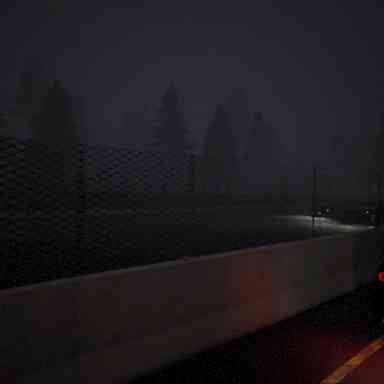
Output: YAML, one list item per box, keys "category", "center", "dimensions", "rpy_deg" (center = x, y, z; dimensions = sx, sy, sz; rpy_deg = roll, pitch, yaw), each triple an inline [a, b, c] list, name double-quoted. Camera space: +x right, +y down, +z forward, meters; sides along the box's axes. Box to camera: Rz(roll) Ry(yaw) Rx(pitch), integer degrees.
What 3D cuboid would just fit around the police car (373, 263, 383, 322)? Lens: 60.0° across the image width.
- category: "police car"
  center: [5.118, 1.400, 5.914]
  dimensions: [5.238, 1.638, 1.930]
  rpy_deg: [0, 2, -40]
